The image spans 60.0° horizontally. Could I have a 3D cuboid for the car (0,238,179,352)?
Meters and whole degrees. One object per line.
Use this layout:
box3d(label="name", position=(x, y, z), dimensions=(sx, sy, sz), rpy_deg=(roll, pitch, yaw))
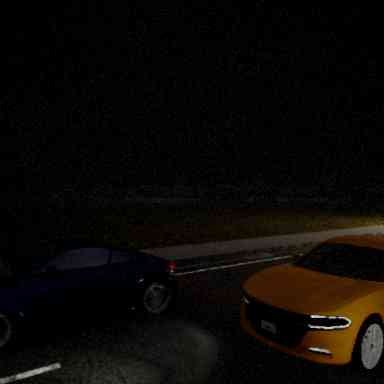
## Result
box3d(label="car", position=(-2.315, 1.577, 6.025), dimensions=(4.181, 1.385, 1.994), rpy_deg=(1, 0, -35))

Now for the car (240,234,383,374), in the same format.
box3d(label="car", position=(3.045, 1.529, 5.853), dimensions=(5.008, 1.535, 1.882), rpy_deg=(1, 0, -35))
